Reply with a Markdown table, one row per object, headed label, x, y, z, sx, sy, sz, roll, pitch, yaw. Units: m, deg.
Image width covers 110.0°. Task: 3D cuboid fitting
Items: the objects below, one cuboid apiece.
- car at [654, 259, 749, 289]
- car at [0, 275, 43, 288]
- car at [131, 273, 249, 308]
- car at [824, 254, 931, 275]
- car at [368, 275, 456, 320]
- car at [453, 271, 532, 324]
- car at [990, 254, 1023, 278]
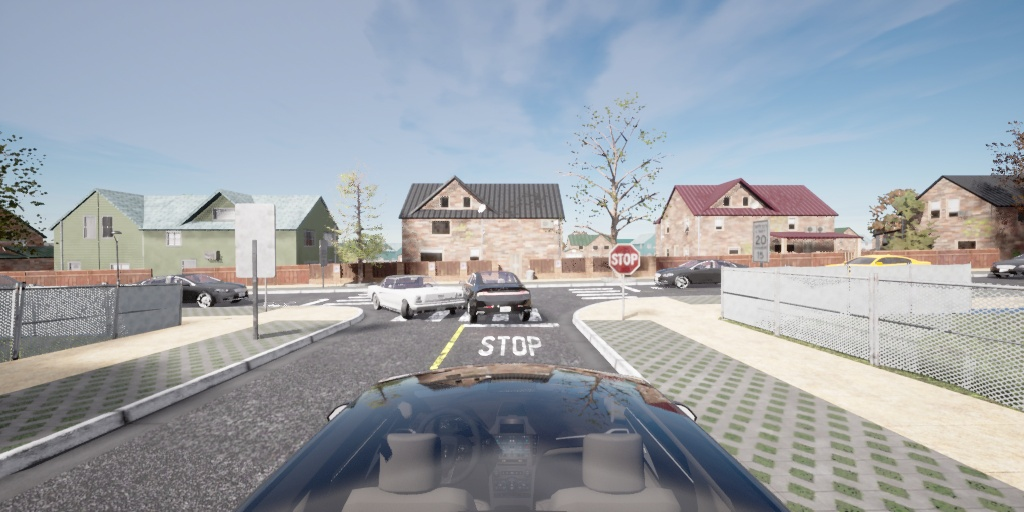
| label | x | y | z | sx | sy | sz | roll | pitch | yaw |
| --- | --- | --- | --- | --- | --- | --- | --- | --- | --- |
| car | 10.333 | 0.926 | 19.562 | 4.902 | 1.511 | 2.128 | -1 | 1 | 0 |
| car | -24.237 | 1.648 | 16.473 | 4.553 | 1.767 | 2.097 | -1 | 1 | 0 |
| car | -14.900 | 1.566 | 16.512 | 4.902 | 1.511 | 2.128 | -1 | 1 | 0 |
| car | 19.764 | 0.690 | 19.597 | 5.008 | 1.535 | 1.882 | -1 | 1 | -1 |
| car | -3.600 | 1.368 | 13.015 | 1.895 | 1.301 | 4.718 | 0 | 0 | -38 |
| car | -0.684 | 1.243 | 12.155 | 2.128 | 1.511 | 4.902 | 0 | 0 | -12 |
| car | 29.388 | 0.478 | 19.632 | 4.902 | 1.511 | 2.128 | -1 | 1 | 0 |
